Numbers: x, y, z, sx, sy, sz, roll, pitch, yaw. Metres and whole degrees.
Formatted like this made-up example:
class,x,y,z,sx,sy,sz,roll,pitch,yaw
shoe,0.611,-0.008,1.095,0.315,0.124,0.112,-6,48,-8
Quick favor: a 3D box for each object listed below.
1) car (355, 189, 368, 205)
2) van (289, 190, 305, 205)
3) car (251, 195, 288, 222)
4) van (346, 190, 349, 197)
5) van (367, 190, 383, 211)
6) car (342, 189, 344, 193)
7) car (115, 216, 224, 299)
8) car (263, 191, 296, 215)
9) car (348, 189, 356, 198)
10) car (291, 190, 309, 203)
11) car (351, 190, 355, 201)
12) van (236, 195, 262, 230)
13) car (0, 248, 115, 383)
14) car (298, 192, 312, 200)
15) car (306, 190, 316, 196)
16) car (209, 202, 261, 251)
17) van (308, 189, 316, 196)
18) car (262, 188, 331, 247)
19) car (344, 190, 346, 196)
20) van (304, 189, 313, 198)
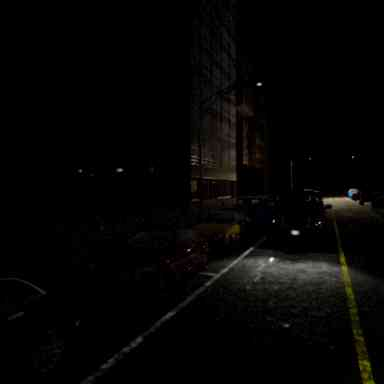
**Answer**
class,x,y,z,sx,sy,sz,roll,pitch,yaw
car,22.007,0.669,41.356,2.192,1.841,5.009,0,1,22
van,14.115,0.678,44.578,1.690,1.788,3.998,0,1,22
car,5.611,1.090,23.817,1.967,1.590,4.097,0,1,22
van,32.637,0.309,67.307,1.690,1.788,3.998,0,1,22
van,17.756,0.851,30.976,1.690,1.788,3.998,0,1,22
car,36.889,0.379,77.690,1.947,1.339,4.313,0,1,22
car,-0.767,1.468,8.248,1.802,1.307,4.206,0,1,22
car,7.736,0.886,29.006,2.192,1.841,5.009,0,1,22
car,28.385,0.562,56.928,1.967,1.590,4.097,0,1,22
car,16.240,0.574,49.768,2.192,1.841,5.009,0,1,22
car,26.260,0.744,51.739,1.887,1.381,4.507,0,1,22
van,3.485,1.069,18.626,1.690,1.788,3.998,0,1,22
car,-2.892,1.516,3.057,2.008,1.369,4.403,0,1,22
car,20.493,0.655,60.152,2.008,1.369,4.403,0,1,22
car,28.997,0.237,80.913,1.967,1.590,4.097,0,1,22
car,1.295,1.334,13.281,1.752,1.417,4.829,0,1,22
van,31.122,0.061,86.102,1.690,1.788,3.998,0,1,22
car,4.703,0.998,14.296,2.150,2.045,5.566,0,2,23
car,34.763,0.435,72.500,1.887,1.381,4.507,0,1,22
van,24.744,0.292,70.530,1.690,1.788,3.998,0,1,22
